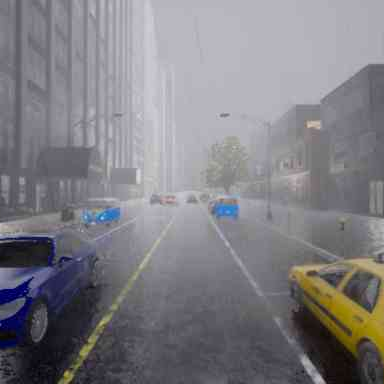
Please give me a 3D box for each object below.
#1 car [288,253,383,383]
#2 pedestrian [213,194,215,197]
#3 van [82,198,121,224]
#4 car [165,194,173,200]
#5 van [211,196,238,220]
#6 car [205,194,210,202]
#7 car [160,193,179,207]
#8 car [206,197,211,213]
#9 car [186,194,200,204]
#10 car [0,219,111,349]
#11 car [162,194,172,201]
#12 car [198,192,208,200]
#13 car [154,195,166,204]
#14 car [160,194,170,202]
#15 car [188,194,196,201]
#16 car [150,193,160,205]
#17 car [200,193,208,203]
[{"bbox_3d":[2.700,1.511,4.730,1.752,1.417,4.829,1,0,0],"label":"car"},{"bbox_3d":[2.999,1.134,45.623,0.375,1.860,0.375,1,-1,-4],"label":"pedestrian"},{"bbox_3d":[-5.677,1.274,21.198,1.690,1.788,3.998,1,0,0],"label":"van"},{"bbox_3d":[-5.680,1.206,82.035,1.752,1.417,4.829,1,0,0],"label":"car"},{"bbox_3d":[2.703,1.254,26.745,1.690,1.788,3.998,1,0,0],"label":"van"},{"bbox_3d":[2.999,1.378,42.774,1.812,1.442,4.674,0,0,0],"label":"car"},{"bbox_3d":[-3.072,1.182,48.291,2.097,1.767,4.553,0,0,0],"label":"car"},{"bbox_3d":[2.700,1.458,32.292,1.947,1.339,4.313,1,0,0],"label":"car"},{"bbox_3d":[-0.001,1.396,56.566,1.895,1.301,4.718,0,0,0],"label":"car"},{"bbox_3d":[-3.102,1.507,6.362,1.812,1.442,4.674,0,0,0],"label":"car"},{"bbox_3d":[-5.681,1.271,76.661,1.947,1.339,4.313,1,0,0],"label":"car"},{"bbox_3d":[2.703,0.994,82.207,2.192,1.841,5.009,1,0,0],"label":"car"},{"bbox_3d":[-5.680,1.307,59.851,1.752,1.417,4.829,1,0,0],"label":"car"},{"bbox_3d":[-5.680,1.257,70.942,1.752,1.417,4.829,1,0,0],"label":"car"},{"bbox_3d":[-0.002,1.133,76.049,1.837,1.490,4.892,0,0,0],"label":"car"},{"bbox_3d":[-5.677,1.120,54.474,2.192,1.841,5.009,1,0,0],"label":"car"},{"bbox_3d":[2.701,1.305,60.193,1.752,1.417,4.829,1,0,0],"label":"car"}]
